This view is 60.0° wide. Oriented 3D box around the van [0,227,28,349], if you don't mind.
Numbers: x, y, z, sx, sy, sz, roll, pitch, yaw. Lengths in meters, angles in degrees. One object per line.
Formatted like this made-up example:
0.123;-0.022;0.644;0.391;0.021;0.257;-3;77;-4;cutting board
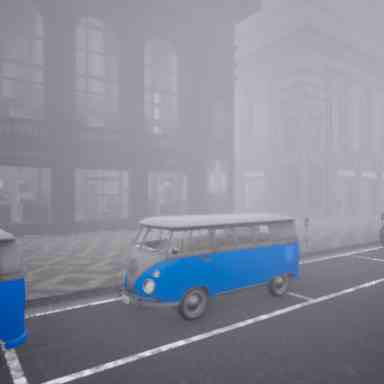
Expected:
-4.032;1.344;3.767;3.998;1.788;1.690;0;0;-36;van

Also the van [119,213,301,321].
0.551;1.363;7.048;3.998;1.788;1.690;0;0;-36;van

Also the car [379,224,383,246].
9.717;1.375;13.610;5.009;1.841;2.192;0;0;-36;car
